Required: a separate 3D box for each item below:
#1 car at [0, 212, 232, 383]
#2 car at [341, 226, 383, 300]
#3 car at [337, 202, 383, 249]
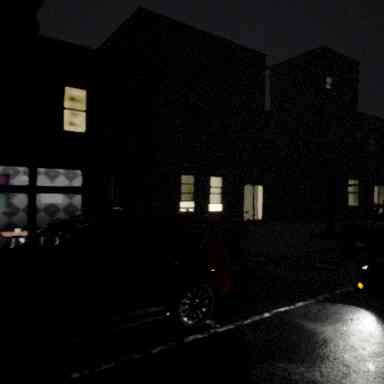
[{"bbox_3d":[-1.591,1.313,5.401,5.009,1.841,2.192,0,1,-35],"label":"car"},{"bbox_3d":[5.389,1.551,7.219,4.181,1.385,1.994,0,0,-35],"label":"car"},{"bbox_3d":[7.215,1.296,11.679,5.009,1.841,2.192,0,1,-35],"label":"car"}]
